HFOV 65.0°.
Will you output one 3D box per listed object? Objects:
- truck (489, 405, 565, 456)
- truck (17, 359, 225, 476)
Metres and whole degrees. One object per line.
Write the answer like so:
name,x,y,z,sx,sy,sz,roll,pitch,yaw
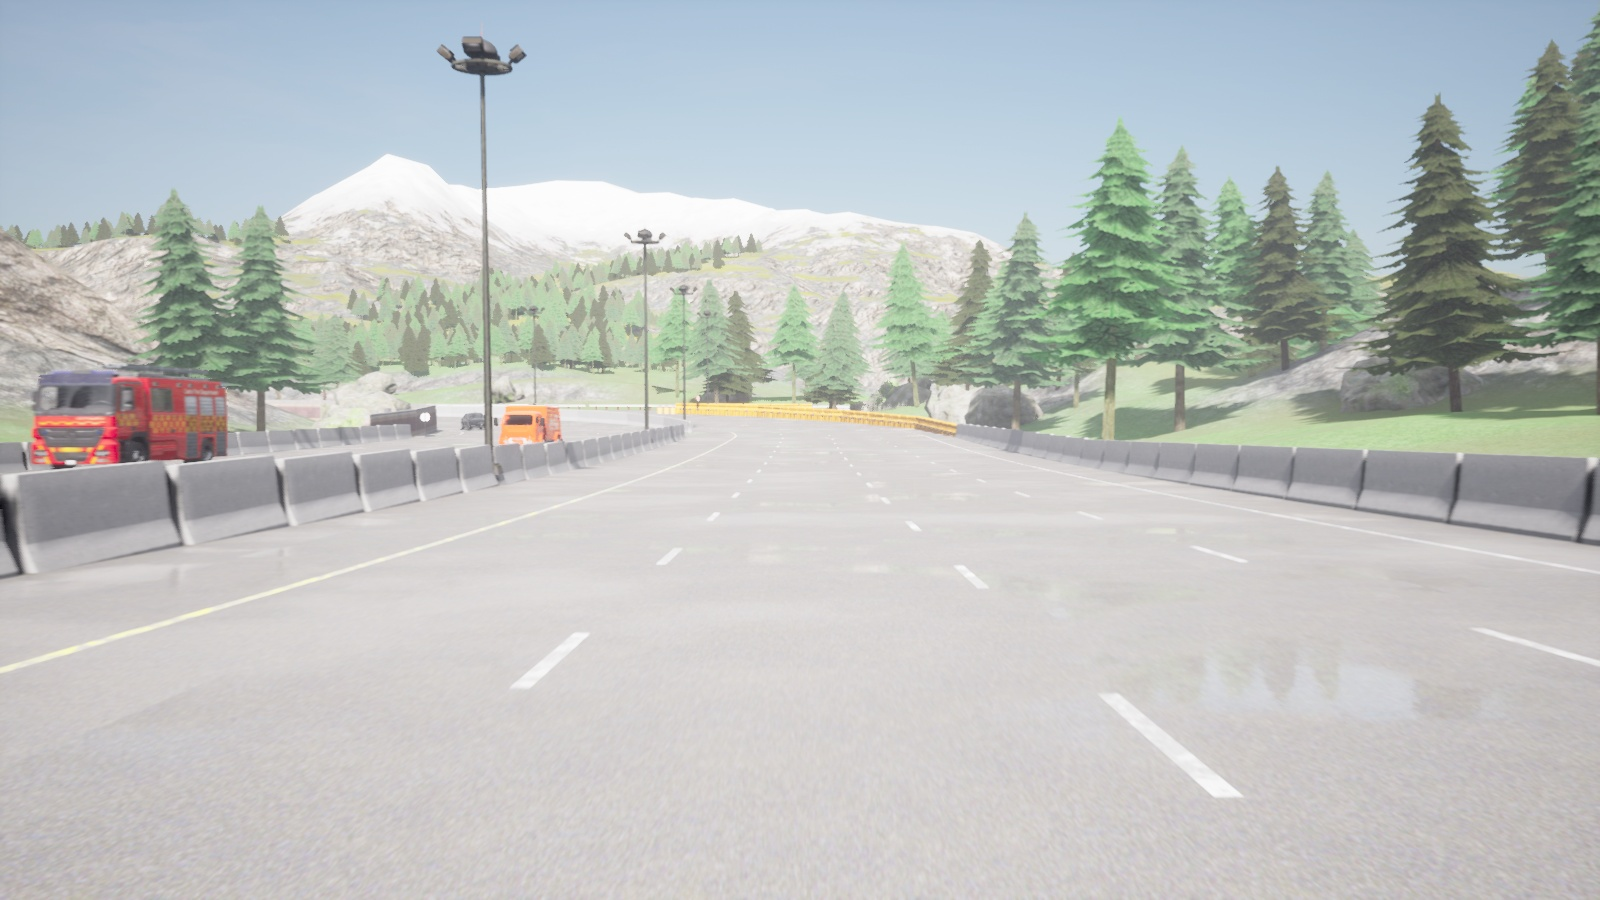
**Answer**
truck,-13.626,-1.021,63.008,2.627,2.467,5.204,0,2,0
truck,-24.226,-1.175,45.456,2.891,3.827,8.468,0,2,0
